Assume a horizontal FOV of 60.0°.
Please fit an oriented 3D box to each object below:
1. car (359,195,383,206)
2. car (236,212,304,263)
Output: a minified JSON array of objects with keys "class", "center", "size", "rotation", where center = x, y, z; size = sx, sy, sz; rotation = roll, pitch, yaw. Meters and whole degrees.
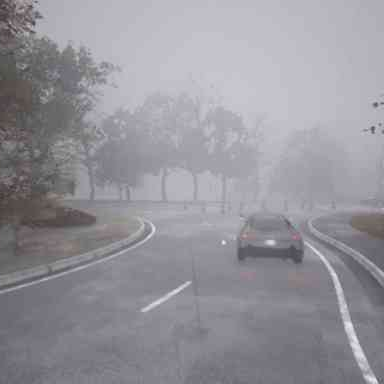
[{"class":"car","center":[26.092,1.237,47.959],"size":[5.008,1.535,1.882],"rotation":[1,1,-32]},{"class":"car","center":[2.552,1.375,11.406],"size":[1.994,1.385,4.181],"rotation":[0,1,10]}]
